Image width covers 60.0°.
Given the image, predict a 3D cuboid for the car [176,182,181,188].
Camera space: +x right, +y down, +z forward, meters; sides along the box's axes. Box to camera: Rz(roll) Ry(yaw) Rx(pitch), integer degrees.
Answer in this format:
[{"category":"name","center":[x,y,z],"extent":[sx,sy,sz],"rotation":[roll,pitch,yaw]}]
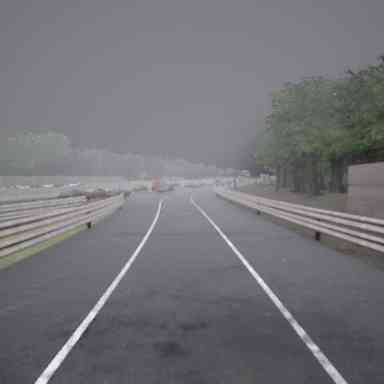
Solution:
[{"category":"car","center":[-4.462,-1.987,87.958],"extent":[2.097,1.767,4.553],"rotation":[0,3,15]}]

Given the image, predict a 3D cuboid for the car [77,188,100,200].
[{"category":"car","center":[-12.857,0.215,44.608],"extent":[1.812,1.442,4.674],"rotation":[0,3,15]}]

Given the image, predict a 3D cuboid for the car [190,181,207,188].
[{"category":"car","center":[1.755,-1.658,84.190],"extent":[1.994,1.385,4.181],"rotation":[0,3,15]}]

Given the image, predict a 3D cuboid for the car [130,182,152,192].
[{"category":"car","center":[-10.341,-0.776,66.778],"extent":[1.994,1.385,4.181],"rotation":[0,3,15]}]

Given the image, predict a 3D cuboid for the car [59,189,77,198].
[{"category":"car","center":[-16.231,0.232,45.542],"extent":[1.994,1.385,4.181],"rotation":[0,3,15]}]

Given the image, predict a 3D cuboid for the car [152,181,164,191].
[{"category":"car","center":[-6.421,-1.191,67.801],"extent":[2.150,2.045,5.566],"rotation":[0,3,15]}]

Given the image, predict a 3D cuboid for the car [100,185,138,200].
[{"category":"car","center":[-9.481,0.201,43.678],"extent":[2.128,1.511,4.902],"rotation":[0,3,15]}]

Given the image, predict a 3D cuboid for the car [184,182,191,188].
[{"category":"car","center":[-0.542,-1.875,88.999],"extent":[2.033,1.411,5.357],"rotation":[0,3,15]}]

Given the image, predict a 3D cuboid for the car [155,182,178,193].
[{"category":"car","center":[-4.662,-0.551,61.057],"extent":[1.994,1.385,4.181],"rotation":[0,3,15]}]
